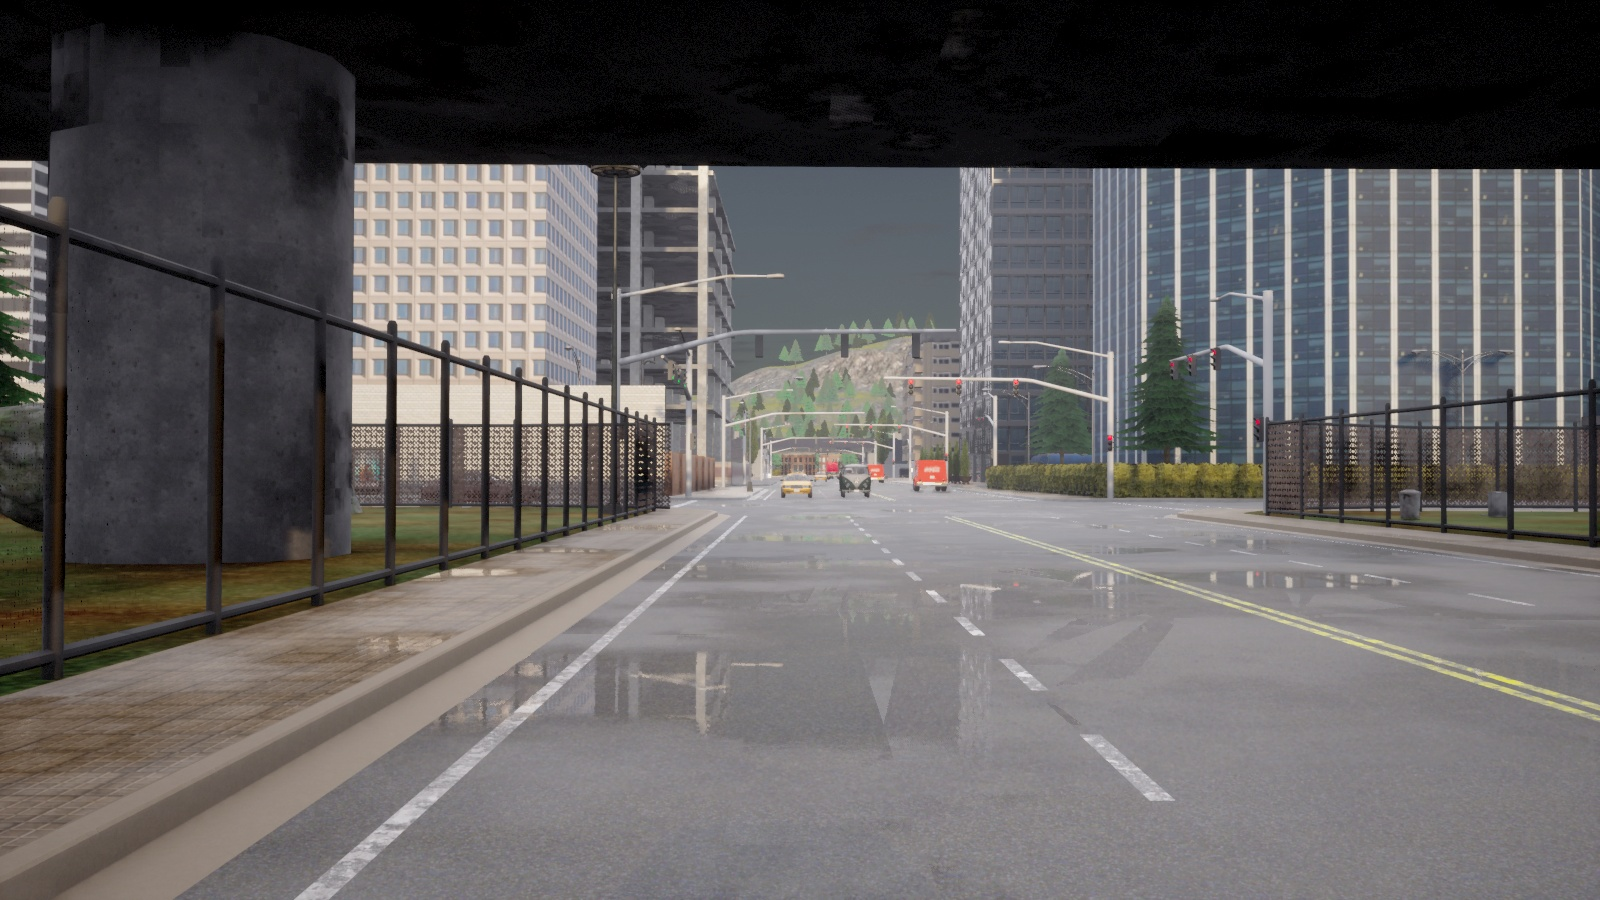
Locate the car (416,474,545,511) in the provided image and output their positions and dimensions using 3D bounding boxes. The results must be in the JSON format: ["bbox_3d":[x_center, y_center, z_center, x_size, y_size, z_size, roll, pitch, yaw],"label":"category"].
[{"bbox_3d":[-12.717,1.676,50.171,4.674,1.442,1.812,0,-1,0],"label":"car"}]

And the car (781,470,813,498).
[{"bbox_3d":[-0.175,1.995,74.092,1.801,1.575,5.366,0,-1,0],"label":"car"}]

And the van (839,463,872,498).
[{"bbox_3d":[3.321,1.820,75.588,1.775,1.987,4.442,0,-1,0],"label":"van"}]
